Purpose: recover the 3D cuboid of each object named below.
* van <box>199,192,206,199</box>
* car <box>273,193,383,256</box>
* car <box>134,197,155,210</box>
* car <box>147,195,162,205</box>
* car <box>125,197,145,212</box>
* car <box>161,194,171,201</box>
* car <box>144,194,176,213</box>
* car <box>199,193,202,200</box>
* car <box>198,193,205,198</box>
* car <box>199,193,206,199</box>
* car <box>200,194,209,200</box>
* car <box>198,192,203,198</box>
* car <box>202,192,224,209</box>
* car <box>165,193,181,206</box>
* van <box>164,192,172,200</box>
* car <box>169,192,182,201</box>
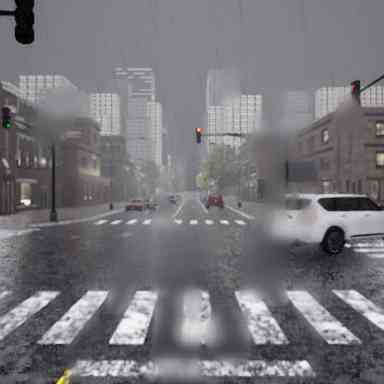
[{"bbox_3d":[2.698,0.855,84.262,1.690,1.788,3.998,0,0,0],"label":"van"},{"bbox_3d":[5.716,1.077,12.694,5.566,2.045,2.150,-1,-2,-25],"label":"car"},{"bbox_3d":[-5.686,1.312,40.061,1.947,1.339,4.313,0,0,0],"label":"car"},{"bbox_3d":[-5.685,1.209,50.942,1.752,1.417,4.829,0,0,0],"label":"car"},{"bbox_3d":[-5.774,1.323,34.540,1.887,1.381,4.507,0,0,0],"label":"car"},{"bbox_3d":[-5.683,1.093,73.042,1.752,1.417,4.829,0,0,0],"label":"car"},{"bbox_3d":[-3.094,1.277,33.158,2.128,1.511,4.902,0,0,0],"label":"car"},{"bbox_3d":[2.696,1.218,56.638,1.947,1.339,4.313,0,0,0],"label":"car"},{"bbox_3d":[2.699,1.046,95.313,1.802,1.307,4.206,0,0,0],"label":"car"},{"bbox_3d":[2.698,1.013,89.958,1.752,1.417,4.829,0,0,0],"label":"car"},{"bbox_3d":[2.697,1.148,73.212,1.802,1.307,4.206,0,0,0],"label":"car"},{"bbox_3d":[2.696,1.173,62.162,2.008,1.369,4.403,0,0,0],"label":"car"},{"bbox_3d":[2.695,1.061,40.059,2.192,1.841,5.009,0,0,0],"label":"car"},{"bbox_3d":[-3.079,1.203,48.793,1.837,1.490,4.892,0,0,0],"label":"car"},{"bbox_3d":[-5.682,0.881,78.737,1.690,1.788,3.998,0,0,0],"label":"van"},{"bbox_3d":[-2.994,0.937,65.371,2.128,1.511,4.902,0,0,0],"label":"car"}]
